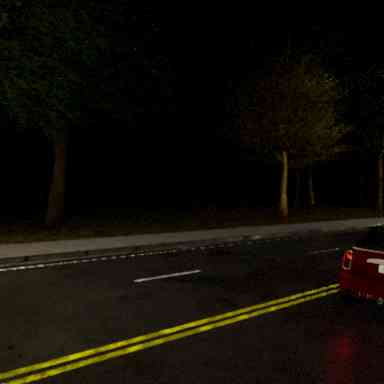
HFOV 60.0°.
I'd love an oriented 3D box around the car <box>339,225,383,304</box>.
[{"bbox_3d":[5.224,1.435,7.166,4.553,1.767,2.097,1,0,-35],"label":"car"}]
